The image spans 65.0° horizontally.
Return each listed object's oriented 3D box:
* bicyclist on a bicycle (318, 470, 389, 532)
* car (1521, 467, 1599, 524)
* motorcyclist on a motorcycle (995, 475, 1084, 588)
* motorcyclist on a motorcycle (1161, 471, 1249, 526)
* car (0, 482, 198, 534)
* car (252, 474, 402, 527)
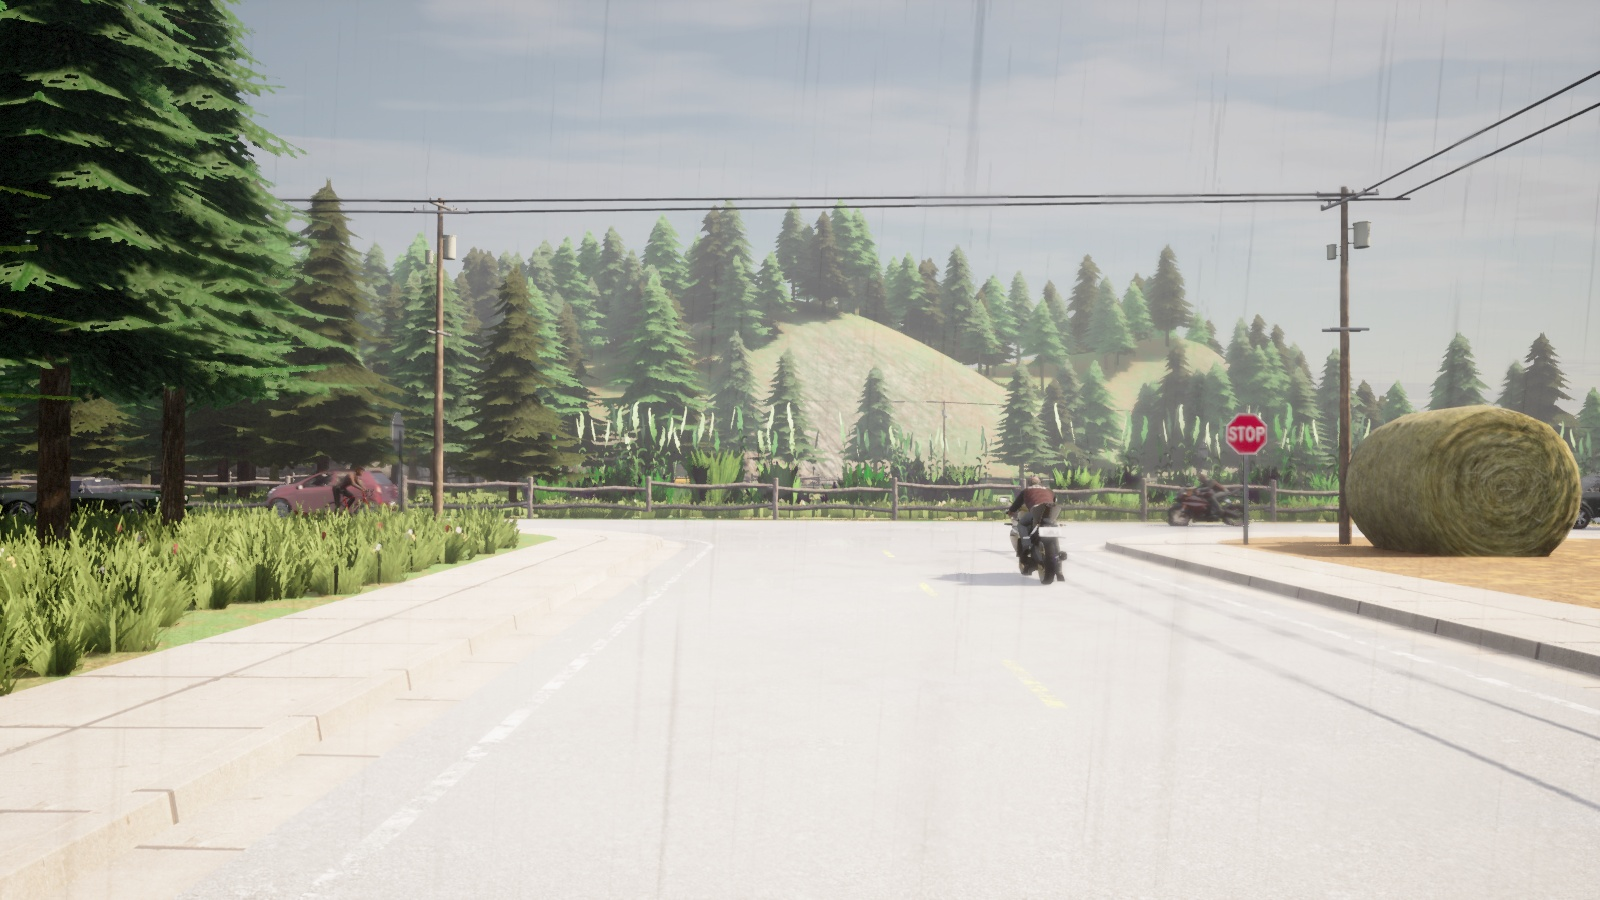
[{"bbox_3d":[-11.723,1.332,32.986,1.656,1.620,0.582,0,-1,3],"label":"bicyclist on a bicycle"},{"bbox_3d":[22.419,1.257,34.924,3.705,1.549,1.789,0,-1,3],"label":"car"},{"bbox_3d":[3.450,1.143,18.311,0.866,1.530,2.191,0,-1,0],"label":"motorcyclist on a motorcycle"},{"bbox_3d":[11.416,1.363,35.429,2.191,1.530,0.866,0,-1,3],"label":"motorcyclist on a motorcycle"},{"bbox_3d":[-18.776,1.513,33.294,4.718,1.301,1.895,0,-1,2],"label":"car"},{"bbox_3d":[-13.730,1.461,36.585,3.633,1.501,1.845,0,-1,3],"label":"car"}]
